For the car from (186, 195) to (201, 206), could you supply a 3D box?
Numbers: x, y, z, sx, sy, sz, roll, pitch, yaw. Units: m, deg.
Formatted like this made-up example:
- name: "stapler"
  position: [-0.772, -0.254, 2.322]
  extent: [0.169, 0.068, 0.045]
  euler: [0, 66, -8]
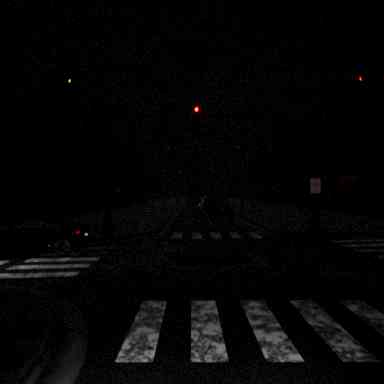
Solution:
- name: "car"
  position: [0.033, 1.653, 56.019]
  extent: [1.994, 1.385, 4.181]
  euler: [0, 0, 0]

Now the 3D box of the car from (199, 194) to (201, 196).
- name: "car"
  position: [2.953, 1.485, 67.957]
  extent: [2.097, 1.767, 4.553]
  euler: [0, 0, 0]

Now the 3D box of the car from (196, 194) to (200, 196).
- name: "car"
  position: [-0.033, 1.668, 65.261]
  extent: [2.033, 1.411, 5.357]
  euler: [0, 0, 0]

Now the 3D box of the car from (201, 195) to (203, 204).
- name: "car"
  position: [2.607, 1.361, 40.591]
  extent: [2.192, 1.841, 5.009]
  euler: [-1, 0, 0]

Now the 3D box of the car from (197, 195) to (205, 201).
- name: "car"
  position: [2.580, 1.683, 94.615]
  extent: [1.967, 1.590, 4.097]
  euler: [-1, 0, 0]

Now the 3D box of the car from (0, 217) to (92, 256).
- name: "car"
  position: [-6.094, 1.676, 12.914]
  extent: [4.181, 1.385, 1.994]
  euler: [-2, 0, 0]

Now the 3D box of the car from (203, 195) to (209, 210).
- name: "car"
  position: [2.610, 1.349, 35.188]
  extent: [2.192, 1.841, 5.009]
  euler: [-1, 0, 0]

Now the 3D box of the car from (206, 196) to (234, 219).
- name: "car"
  position: [2.614, 1.464, 29.786]
  extent: [1.967, 1.590, 4.097]
  euler: [-1, 0, 0]
